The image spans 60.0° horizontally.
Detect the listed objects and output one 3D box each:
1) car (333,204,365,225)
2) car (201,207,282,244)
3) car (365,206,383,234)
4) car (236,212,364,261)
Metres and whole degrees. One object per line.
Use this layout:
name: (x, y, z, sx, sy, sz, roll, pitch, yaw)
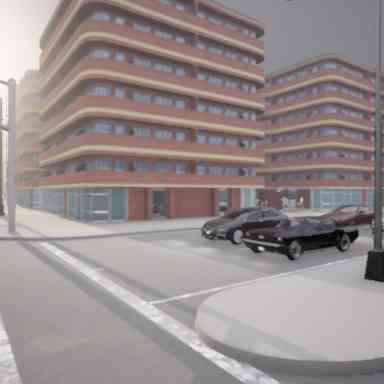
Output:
car: (10.109, 1.518, 21.015, 4.674, 1.442, 1.812, 0, 0, -35)
car: (2.670, 1.501, 15.715, 4.892, 1.490, 1.837, 0, 0, -35)
car: (11.386, 1.518, 17.630, 4.674, 1.442, 1.812, 0, 0, -35)
car: (4.150, 1.597, 12.467, 4.718, 1.301, 1.895, 0, 0, -35)
